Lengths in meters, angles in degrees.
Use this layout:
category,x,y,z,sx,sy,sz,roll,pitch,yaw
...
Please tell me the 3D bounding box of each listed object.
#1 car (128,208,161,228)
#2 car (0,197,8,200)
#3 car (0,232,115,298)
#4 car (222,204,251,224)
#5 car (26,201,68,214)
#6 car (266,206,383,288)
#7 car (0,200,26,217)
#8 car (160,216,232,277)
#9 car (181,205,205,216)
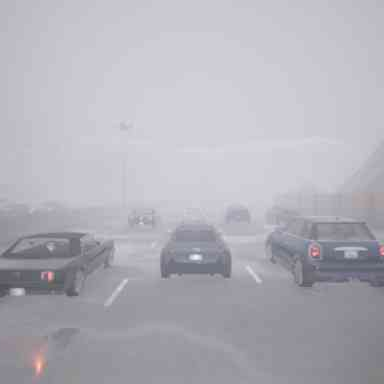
category,x,y,z,sx,sy,sz,roll,pitch,yaw
car,-3.397,1.847,24.535,1.895,1.301,4.718,0,-1,0
car,-21.064,1.565,34.474,2.150,2.045,5.566,0,0,0
car,-3.399,1.689,8.726,1.895,1.301,4.718,0,-1,0
car,3.604,1.755,27.652,1.882,1.535,5.008,0,-1,0
car,-14.069,1.682,32.974,2.097,1.767,4.553,0,-1,0
car,3.602,1.450,9.653,2.097,1.767,4.553,0,-1,0
car,-17.567,1.835,32.804,1.837,1.490,4.892,0,-1,0
car,0.103,1.671,10.568,1.994,1.385,4.181,0,-1,0
car,0.103,1.798,27.146,1.812,1.442,4.674,0,-1,0
